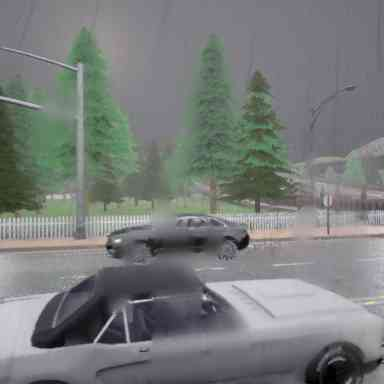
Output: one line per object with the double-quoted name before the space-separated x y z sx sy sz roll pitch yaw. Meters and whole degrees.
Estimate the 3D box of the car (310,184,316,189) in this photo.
"car" 25.944 -1.239 75.398 2.128 1.511 4.902 0 7 -16

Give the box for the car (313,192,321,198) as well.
"car" 20.384 0.760 55.869 1.994 1.385 4.181 0 5 -15

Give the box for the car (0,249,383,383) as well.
"car" -0.145 1.601 4.009 4.718 1.301 1.895 0 0 -14

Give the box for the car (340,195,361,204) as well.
"car" 25.037 1.102 52.193 1.994 1.385 4.181 0 4 -15

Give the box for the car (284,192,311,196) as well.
"car" 16.954 0.726 55.132 2.033 1.411 5.357 0 5 -15

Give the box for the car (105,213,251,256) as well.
"car" -0.423 1.491 11.357 4.902 1.511 2.128 0 0 -14
